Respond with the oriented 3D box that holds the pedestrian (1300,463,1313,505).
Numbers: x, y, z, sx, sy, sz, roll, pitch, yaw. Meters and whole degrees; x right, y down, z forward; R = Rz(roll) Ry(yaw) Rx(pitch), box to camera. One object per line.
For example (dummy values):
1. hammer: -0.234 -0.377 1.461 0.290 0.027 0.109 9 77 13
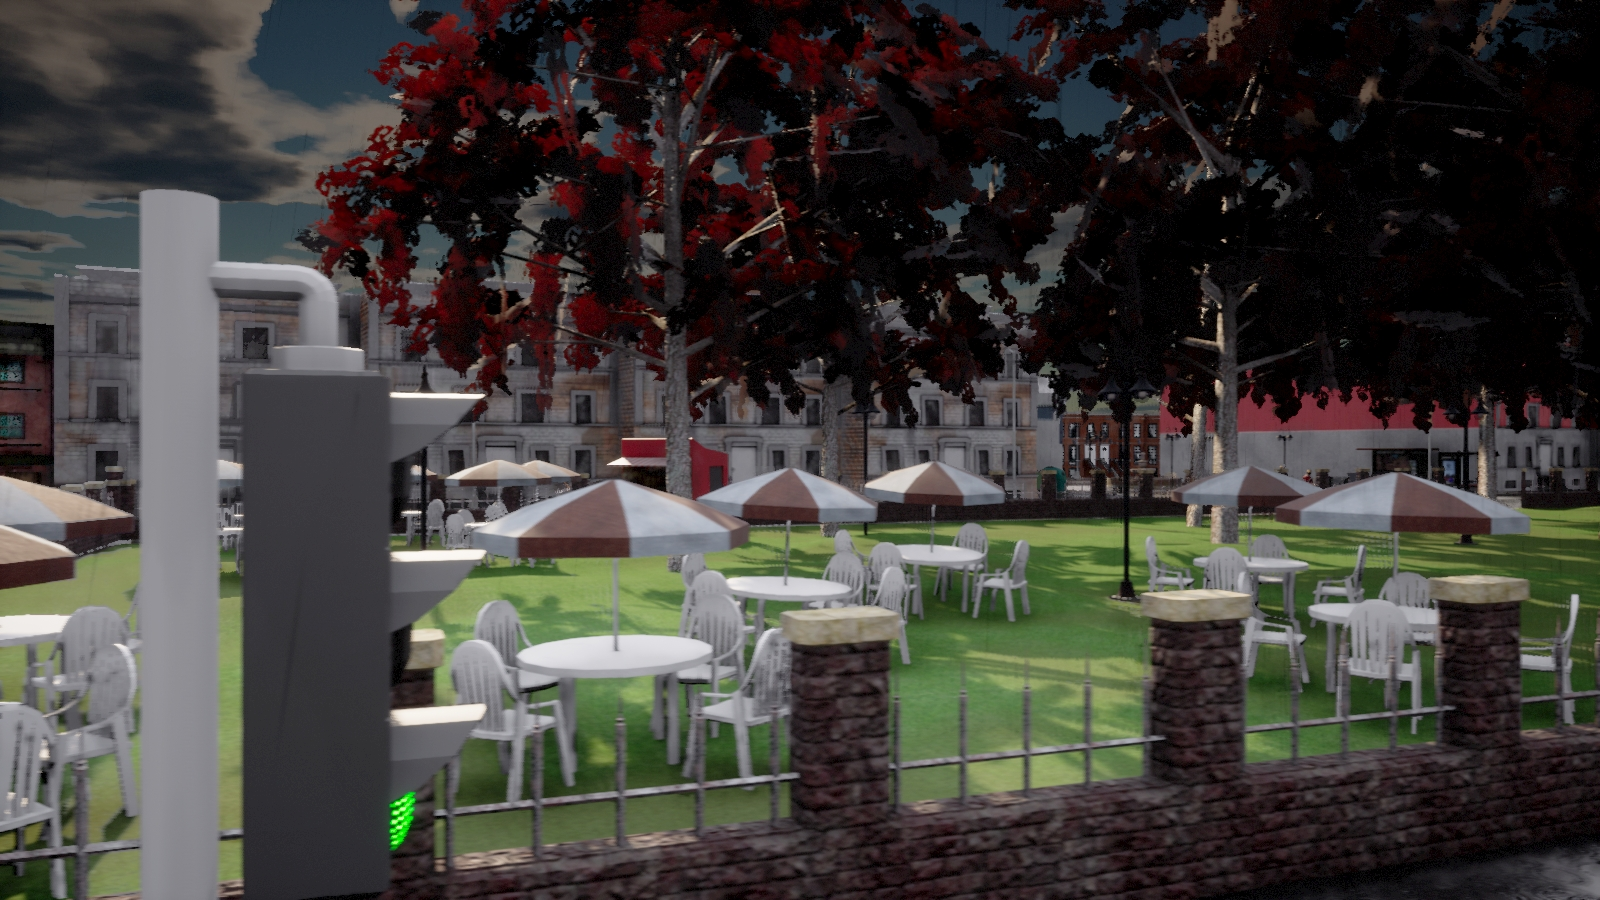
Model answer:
1. pedestrian: 22.557 1.525 50.882 0.375 1.860 0.375 0 0 -20
